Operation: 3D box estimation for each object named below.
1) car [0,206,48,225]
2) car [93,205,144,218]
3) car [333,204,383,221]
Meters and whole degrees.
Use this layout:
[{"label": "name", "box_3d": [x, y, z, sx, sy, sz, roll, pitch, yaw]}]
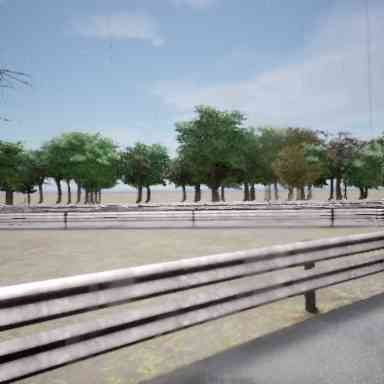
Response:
[{"label": "car", "box_3d": [-16.616, 2.145, 32.588, 4.553, 1.767, 2.097, -1, 0, 6]}, {"label": "car", "box_3d": [-8.029, 2.193, 35.182, 4.892, 1.490, 1.837, -2, 0, 6]}, {"label": "car", "box_3d": [14.746, 1.771, 29.213, 4.674, 1.442, 1.812, -1, 0, 6]}]
